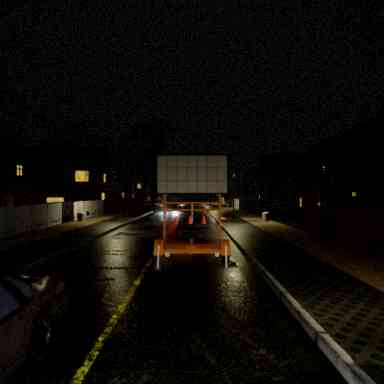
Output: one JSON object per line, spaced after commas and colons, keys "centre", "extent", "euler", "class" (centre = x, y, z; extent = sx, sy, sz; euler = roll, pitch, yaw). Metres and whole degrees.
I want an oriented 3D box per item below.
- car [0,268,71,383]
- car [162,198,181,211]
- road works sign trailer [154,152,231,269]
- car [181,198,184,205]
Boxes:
{"centre": [-2.849, 1.548, 3.015], "extent": [2.033, 1.411, 5.357], "euler": [0, 0, 0], "class": "car"}
{"centre": [-2.808, 1.749, 43.271], "extent": [1.895, 1.301, 4.718], "euler": [0, 0, 0], "class": "car"}
{"centre": [0.011, 0.473, 11.114], "extent": [2.380, 3.560, 2.880], "euler": [0, 0, 0], "class": "road works sign trailer"}
{"centre": [-2.682, 1.889, 68.615], "extent": [1.994, 1.385, 4.181], "euler": [0, 0, 0], "class": "car"}
